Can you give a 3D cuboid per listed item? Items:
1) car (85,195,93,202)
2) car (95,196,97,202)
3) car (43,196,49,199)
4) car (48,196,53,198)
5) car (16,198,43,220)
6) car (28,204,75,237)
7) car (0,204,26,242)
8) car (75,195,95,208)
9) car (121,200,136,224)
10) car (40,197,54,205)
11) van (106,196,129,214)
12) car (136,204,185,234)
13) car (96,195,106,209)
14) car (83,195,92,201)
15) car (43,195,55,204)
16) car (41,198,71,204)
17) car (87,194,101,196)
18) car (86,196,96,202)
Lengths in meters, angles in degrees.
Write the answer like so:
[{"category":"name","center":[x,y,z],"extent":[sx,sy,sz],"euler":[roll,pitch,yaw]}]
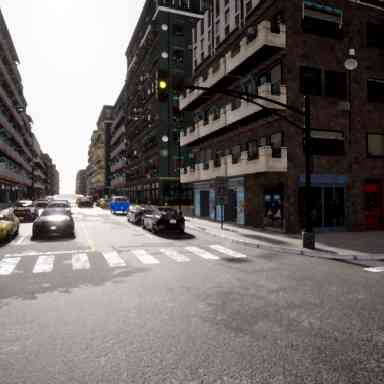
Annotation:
[{"category":"car","center":[-25.650,1.590,82.843],"extent":[1.752,1.417,4.829],"euler":[1,0,-21]},{"category":"car","center":[-13.658,1.618,50.999],"extent":[1.802,1.307,4.206],"euler":[1,0,-21]},{"category":"car","center":[-21.499,1.578,48.046],"extent":[1.887,1.381,4.507],"euler":[1,0,-21]},{"category":"car","center":[-14.205,1.502,36.076],"extent":[1.882,1.535,5.008],"euler":[0,0,-20]},{"category":"car","center":[-13.543,1.457,26.925],"extent":[1.967,1.590,4.097],"euler":[1,0,-21]},{"category":"car","center":[-7.504,1.575,18.198],"extent":[1.994,1.385,4.181],"euler":[0,0,-21]},{"category":"car","center":[-9.507,1.535,16.204],"extent":[1.752,1.417,4.829],"euler":[1,0,-21]},{"category":"car","center":[-16.156,1.598,50.249],"extent":[1.994,1.385,4.181],"euler":[0,0,-21]},{"category":"car","center":[-3.714,1.567,24.597],"extent":[2.008,1.369,4.403],"euler":[1,0,-21]},{"category":"car","center":[-25.477,1.593,58.607],"extent":[2.008,1.369,4.403],"euler":[1,0,-21]},{"category":"van","center":[-7.688,1.365,35.159],"extent":[1.690,1.788,3.998],"euler":[1,0,-21]},{"category":"car","center":[-1.726,1.579,19.316],"extent":[1.947,1.339,4.313],"euler":[1,0,-21]},{"category":"car","center":[-11.728,1.558,45.878],"extent":[1.752,1.417,4.829],"euler":[1,0,-21]},{"category":"car","center":[-27.579,1.621,87.963],"extent":[2.008,1.369,4.403],"euler":[1,0,-21]},{"category":"car","center":[-27.464,1.487,63.889],"extent":[1.967,1.590,4.097],"euler":[1,0,-21]},{"category":"car","center":[-10.573,1.495,26.356],"extent":[1.882,1.535,5.008],"euler":[0,0,-21]},{"category":"car","center":[-17.631,1.361,61.562],"extent":[2.192,1.841,5.009],"euler":[1,0,-21]},{"category":"car","center":[-23.601,1.611,77.402],"extent":[2.008,1.369,4.403],"euler":[1,0,-21]}]
